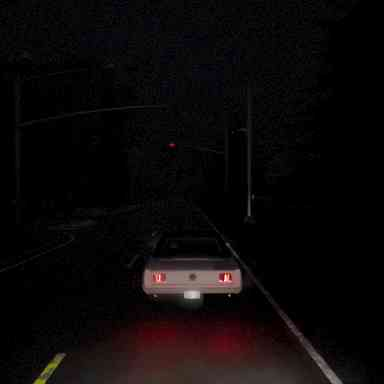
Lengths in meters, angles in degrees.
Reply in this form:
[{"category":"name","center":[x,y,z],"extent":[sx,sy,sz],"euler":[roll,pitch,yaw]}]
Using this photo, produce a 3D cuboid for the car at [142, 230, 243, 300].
[{"category":"car","center":[-0.026,1.601,8.336],"extent":[1.895,1.301,4.718],"euler":[0,0,-1]}]
